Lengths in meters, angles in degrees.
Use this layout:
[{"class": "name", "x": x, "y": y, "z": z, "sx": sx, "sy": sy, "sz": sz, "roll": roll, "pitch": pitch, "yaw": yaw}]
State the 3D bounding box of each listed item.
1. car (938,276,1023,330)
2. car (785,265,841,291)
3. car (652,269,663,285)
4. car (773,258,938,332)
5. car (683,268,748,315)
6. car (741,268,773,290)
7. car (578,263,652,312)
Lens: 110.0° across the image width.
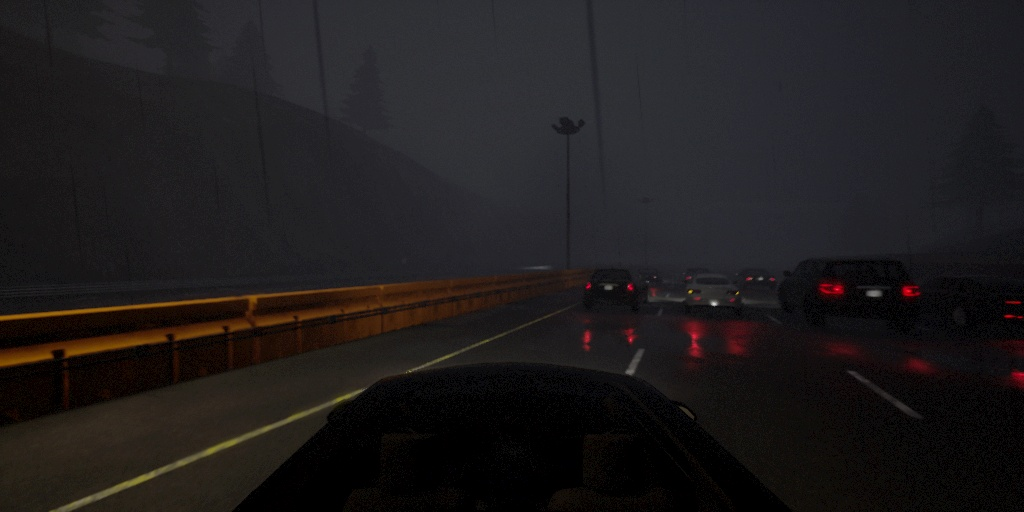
[{"class": "car", "x": 14.082, "y": 1.344, "z": 11.001, "sx": 1.837, "sy": 1.490, "sz": 4.892, "roll": 0, "pitch": 0, "yaw": 26}, {"class": "car", "x": 20.910, "y": 1.461, "z": 25.184, "sx": 1.882, "sy": 1.535, "sz": 5.008, "roll": 0, "pitch": 0, "yaw": 26}, {"class": "car", "x": 10.994, "y": 1.635, "z": 28.827, "sx": 1.895, "sy": 1.301, "sz": 4.718, "roll": 0, "pitch": -1, "yaw": 26}, {"class": "car", "x": 10.509, "y": 1.072, "z": 11.669, "sx": 2.150, "sy": 2.045, "sz": 5.566, "roll": 0, "pitch": 0, "yaw": 26}, {"class": "car", "x": 7.945, "y": 1.405, "z": 14.382, "sx": 1.812, "sy": 1.442, "sz": 4.674, "roll": 0, "pitch": 0, "yaw": 26}, {"class": "car", "x": 16.982, "y": 1.535, "z": 25.151, "sx": 2.033, "sy": 1.411, "sz": 5.357, "roll": 0, "pitch": -1, "yaw": 26}, {"class": "car", "x": 4.579, "y": 1.246, "z": 15.467, "sx": 2.097, "sy": 1.767, "sz": 4.553, "roll": 0, "pitch": -1, "yaw": 26}]
